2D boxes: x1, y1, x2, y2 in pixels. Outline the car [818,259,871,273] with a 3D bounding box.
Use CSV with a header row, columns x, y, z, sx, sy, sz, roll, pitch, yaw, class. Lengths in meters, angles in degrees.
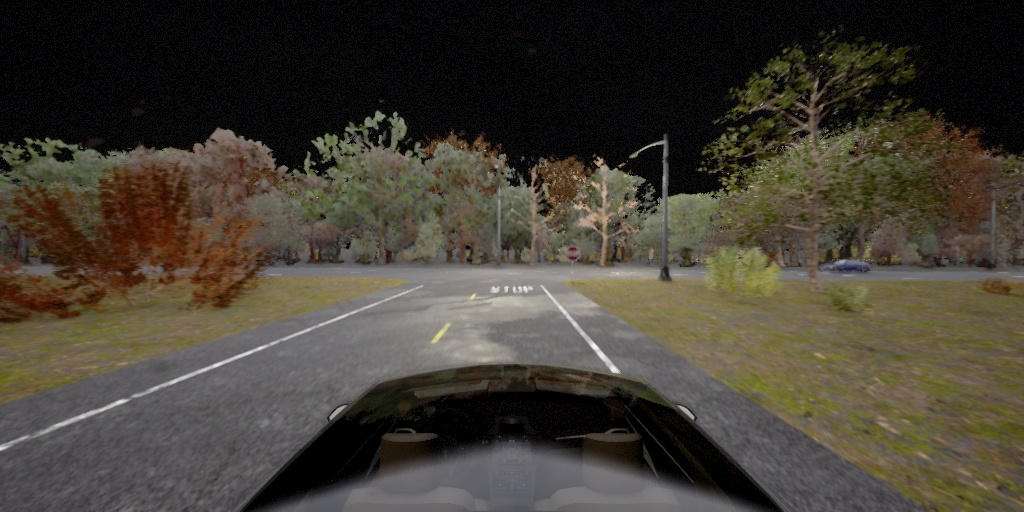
x,y,z,sx,sy,sz,roll,pitch,yaw,class
35.137,1.077,37.941,4.674,1.442,1.812,-1,1,0,car
